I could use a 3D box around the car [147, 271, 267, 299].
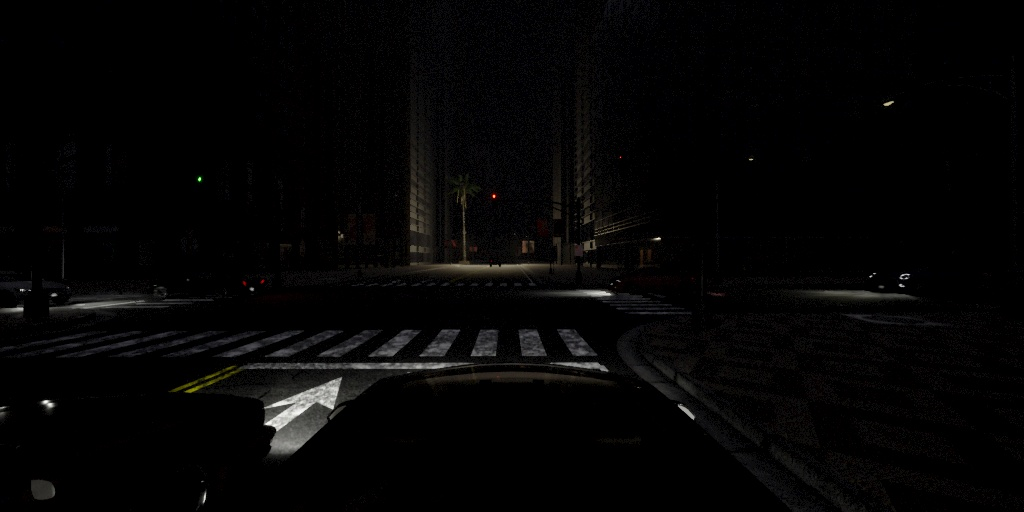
[{"bbox_3d":[-15.401,1.417,18.196,4.718,1.301,1.895,-1,0,0],"label":"car"}]

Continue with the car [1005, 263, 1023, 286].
[{"bbox_3d":[32.061,1.117,21.838,4.097,1.591,1.967,0,0,-1],"label":"car"}]

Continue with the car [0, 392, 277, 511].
[{"bbox_3d":[-3.176,1.297,0.730,2.033,1.411,5.357,0,0,4],"label":"car"}]

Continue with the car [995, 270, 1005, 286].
[{"bbox_3d":[26.423,1.275,21.739,4.207,1.307,1.802,0,0,-1],"label":"car"}]

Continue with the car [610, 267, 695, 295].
[{"bbox_3d":[7.366,1.302,19.093,4.181,1.385,1.994,0,0,5],"label":"car"}]

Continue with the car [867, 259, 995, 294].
[{"bbox_3d":[21.677,1.037,18.903,4.553,1.767,2.097,0,0,-1],"label":"car"}]

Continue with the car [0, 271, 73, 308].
[{"bbox_3d":[-21.381,1.353,14.950,4.674,1.442,1.812,0,0,1],"label":"car"}]
